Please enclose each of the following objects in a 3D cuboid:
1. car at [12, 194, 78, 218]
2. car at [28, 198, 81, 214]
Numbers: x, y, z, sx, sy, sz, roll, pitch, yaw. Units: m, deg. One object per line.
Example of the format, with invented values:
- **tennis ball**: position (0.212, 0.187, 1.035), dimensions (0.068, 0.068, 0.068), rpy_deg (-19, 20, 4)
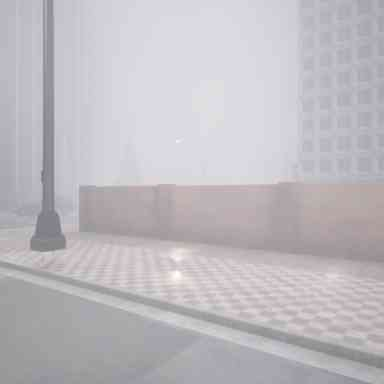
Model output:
- **car**: position (-13.736, 1.221, 31.121), dimensions (2.150, 2.045, 5.566), rpy_deg (0, 0, 35)
- **car**: position (-14.696, 1.478, 35.842), dimensions (1.882, 1.535, 5.008), rpy_deg (0, 0, 35)
